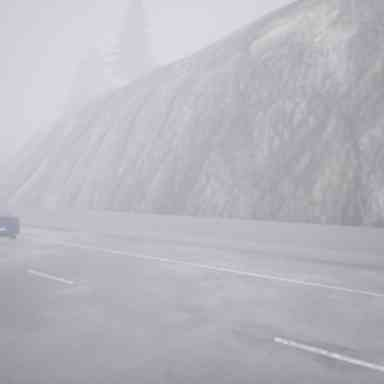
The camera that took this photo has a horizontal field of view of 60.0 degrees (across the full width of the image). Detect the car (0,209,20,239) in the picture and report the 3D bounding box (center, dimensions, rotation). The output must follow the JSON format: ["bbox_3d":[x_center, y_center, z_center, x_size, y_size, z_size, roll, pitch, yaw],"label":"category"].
[{"bbox_3d":[-10.092,1.439,15.790,5.008,1.535,1.882,0,0,37],"label":"car"}]
